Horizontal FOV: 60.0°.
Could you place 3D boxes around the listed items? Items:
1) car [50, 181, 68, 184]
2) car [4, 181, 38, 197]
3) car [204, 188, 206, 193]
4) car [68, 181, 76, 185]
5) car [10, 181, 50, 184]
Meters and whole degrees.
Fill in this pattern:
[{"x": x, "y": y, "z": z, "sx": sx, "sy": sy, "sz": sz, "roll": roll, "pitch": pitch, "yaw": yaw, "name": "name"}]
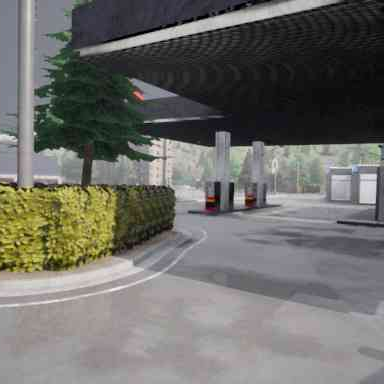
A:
[{"x": -26.847, "y": -1.260, "z": 65.438, "sx": 3.866, "sy": 1.878, "sz": 1.905, "roll": 2, "pitch": 2, "yaw": 35, "name": "car"}, {"x": -21.811, "y": -0.467, "z": 42.415, "sx": 4.605, "sy": 1.855, "sz": 1.932, "roll": 2, "pitch": 2, "yaw": 35, "name": "car"}, {"x": 4.816, "y": -0.318, "z": 65.614, "sx": 5.027, "sy": 1.636, "sz": 2.152, "roll": 2, "pitch": 2, "yaw": 35, "name": "car"}, {"x": -25.511, "y": -1.286, "z": 68.052, "sx": 4.605, "sy": 1.855, "sz": 1.932, "roll": 2, "pitch": 2, "yaw": 35, "name": "car"}, {"x": -17.272, "y": -0.181, "z": 35.202, "sx": 3.866, "sy": 1.878, "sz": 1.905, "roll": 2, "pitch": 2, "yaw": 35, "name": "car"}]
